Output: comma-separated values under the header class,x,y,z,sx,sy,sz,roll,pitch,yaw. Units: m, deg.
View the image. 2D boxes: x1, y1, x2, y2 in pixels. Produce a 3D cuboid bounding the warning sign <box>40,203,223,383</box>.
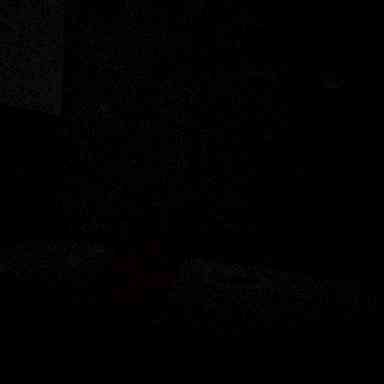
class,x,y,z,sx,sy,sz,roll,pitch,yaw
warning sign,-0.525,1.077,3.242,1.060,1.860,1.300,3,0,32
